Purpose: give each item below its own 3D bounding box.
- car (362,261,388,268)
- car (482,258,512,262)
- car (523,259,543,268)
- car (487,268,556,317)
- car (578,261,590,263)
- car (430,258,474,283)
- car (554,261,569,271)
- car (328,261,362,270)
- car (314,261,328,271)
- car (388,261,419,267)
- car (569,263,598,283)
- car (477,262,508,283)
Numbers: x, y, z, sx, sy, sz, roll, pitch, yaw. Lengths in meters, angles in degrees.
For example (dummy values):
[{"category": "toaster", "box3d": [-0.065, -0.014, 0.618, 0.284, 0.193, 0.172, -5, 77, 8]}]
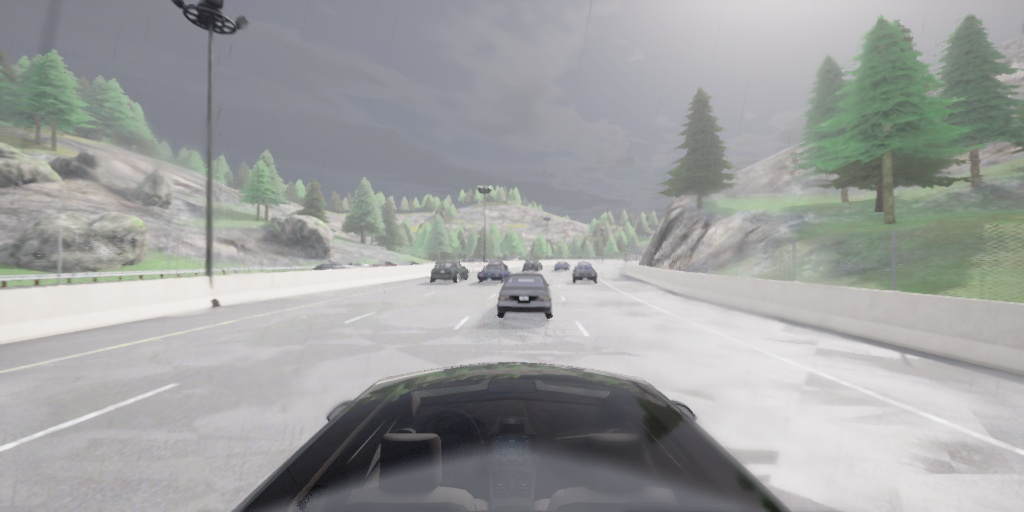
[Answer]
[{"category": "car", "box3d": [-16.293, 1.339, 45.075, 1.812, 1.442, 4.674, 0, 0, 12]}, {"category": "car", "box3d": [-1.824, 1.336, 44.743, 1.882, 1.535, 5.008, 0, 0, 13]}, {"category": "car", "box3d": [2.923, 1.237, 49.324, 2.097, 1.767, 4.553, 0, 0, 15]}, {"category": "car", "box3d": [0.522, 1.330, 13.303, 2.033, 1.411, 5.357, 0, 0, 4]}, {"category": "car", "box3d": [8.862, 1.369, 44.289, 1.882, 1.535, 5.008, 0, 0, 14]}, {"category": "car", "box3d": [-4.846, 1.157, 28.541, 2.097, 1.767, 4.553, 0, 0, 8]}, {"category": "car", "box3d": [7.448, 1.458, 52.872, 2.033, 1.411, 5.357, 0, 0, 16]}, {"category": "car", "box3d": [-20.024, 1.401, 44.405, 1.895, 1.301, 4.718, 0, 0, 12]}, {"category": "car", "box3d": [-23.241, 1.358, 45.973, 1.994, 1.385, 4.181, 0, 0, 12]}, {"category": "car", "box3d": [-12.907, 1.347, 44.173, 1.812, 1.442, 4.674, 0, 0, 12]}, {"category": "car", "box3d": [5.785, 1.442, 28.999, 1.895, 1.301, 4.718, 0, 0, 8]}, {"category": "car", "box3d": [-1.357, 1.418, 28.454, 1.895, 1.301, 4.718, 0, 0, 8]}]
